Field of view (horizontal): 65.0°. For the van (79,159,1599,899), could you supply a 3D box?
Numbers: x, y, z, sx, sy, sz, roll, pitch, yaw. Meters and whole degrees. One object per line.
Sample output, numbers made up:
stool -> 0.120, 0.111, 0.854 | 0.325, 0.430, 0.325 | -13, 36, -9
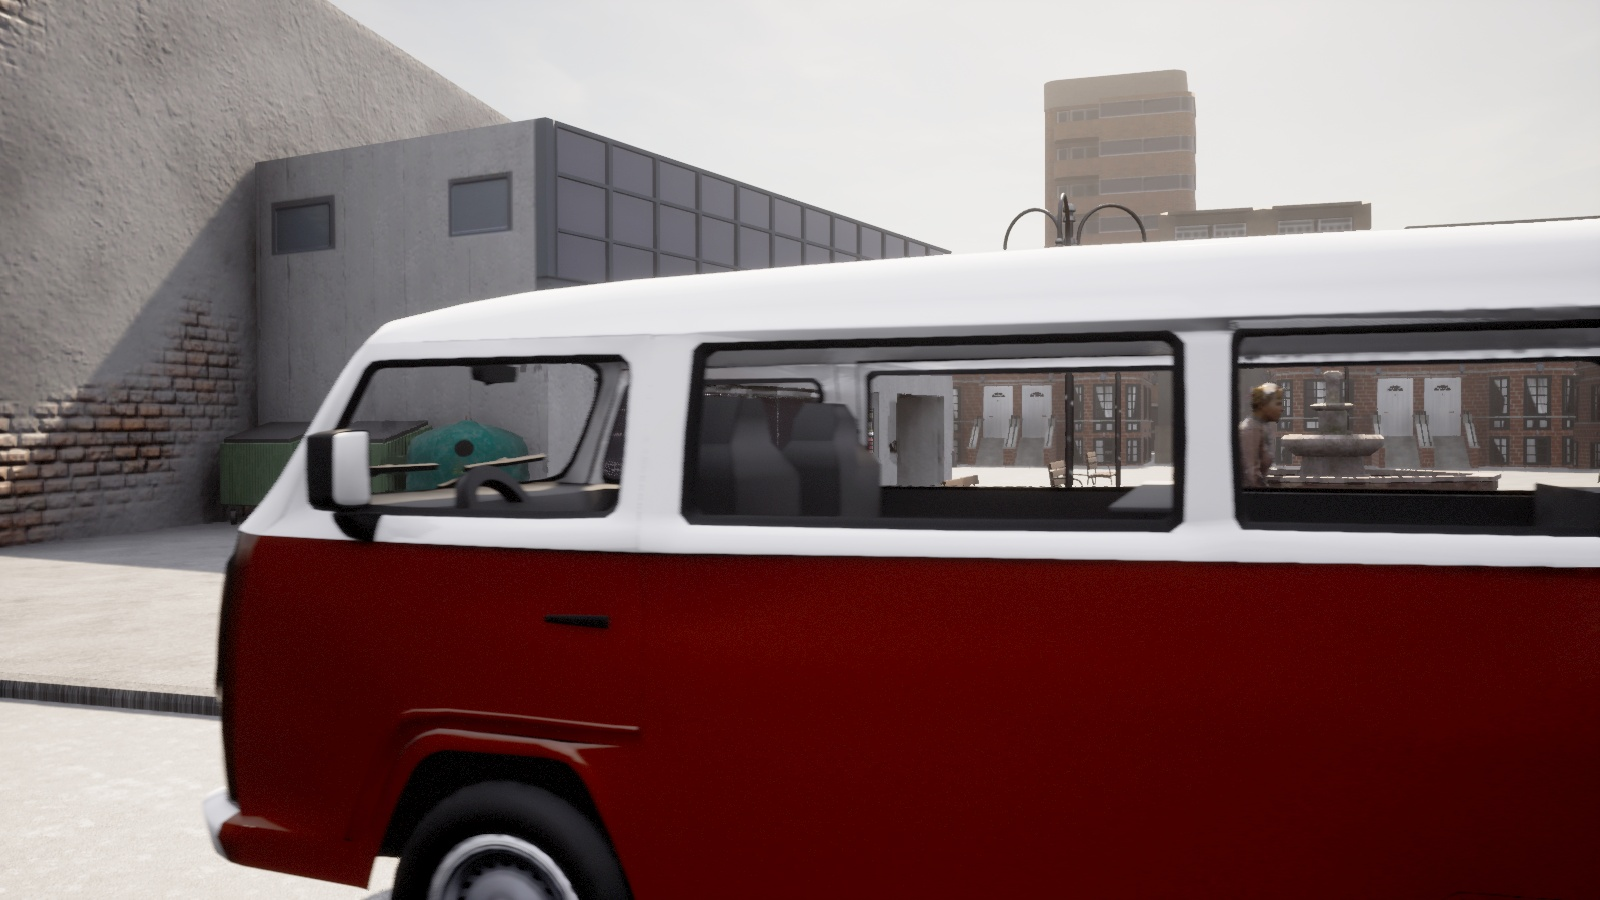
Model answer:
van -> 0.593, 0.496, 3.517 | 4.480, 2.038, 2.069 | 1, 1, 19
